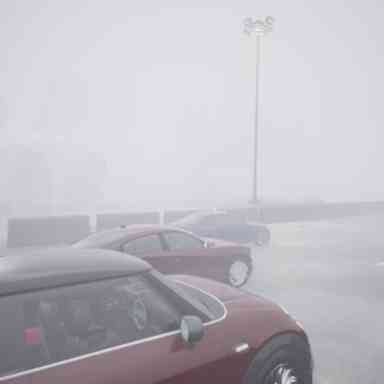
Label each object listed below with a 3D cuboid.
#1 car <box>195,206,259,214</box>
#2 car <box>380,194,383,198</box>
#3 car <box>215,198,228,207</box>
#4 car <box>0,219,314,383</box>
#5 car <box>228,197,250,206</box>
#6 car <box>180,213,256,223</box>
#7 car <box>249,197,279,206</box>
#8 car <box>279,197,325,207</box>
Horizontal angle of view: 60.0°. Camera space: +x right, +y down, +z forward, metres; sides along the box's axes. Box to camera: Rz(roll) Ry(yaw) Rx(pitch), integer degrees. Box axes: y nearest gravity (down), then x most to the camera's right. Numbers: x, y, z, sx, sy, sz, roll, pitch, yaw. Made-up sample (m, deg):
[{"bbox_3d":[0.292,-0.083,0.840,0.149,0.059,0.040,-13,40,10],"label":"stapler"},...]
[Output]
[{"bbox_3d":[1.051,1.488,13.112,4.674,1.442,1.812,0,0,-36],"label":"car"},{"bbox_3d":[39.546,0.531,66.460,4.718,1.301,1.895,-2,1,-35],"label":"car"},{"bbox_3d":[4.914,1.338,41.876,4.181,1.385,1.994,-1,1,-35],"label":"car"},{"bbox_3d":[-0.919,1.349,3.090,4.553,1.767,2.097,0,0,-35],"label":"car"},{"bbox_3d":[7.224,1.317,39.230,5.357,1.411,2.033,-1,1,-35],"label":"car"},{"bbox_3d":[-0.772,1.465,7.494,5.008,1.535,1.882,0,0,-35],"label":"car"},{"bbox_3d":[8.880,1.377,36.111,4.718,1.301,1.895,-1,1,-35],"label":"car"},{"bbox_3d":[11.493,1.258,33.672,4.902,1.511,2.128,-1,1,-35],"label":"car"}]
